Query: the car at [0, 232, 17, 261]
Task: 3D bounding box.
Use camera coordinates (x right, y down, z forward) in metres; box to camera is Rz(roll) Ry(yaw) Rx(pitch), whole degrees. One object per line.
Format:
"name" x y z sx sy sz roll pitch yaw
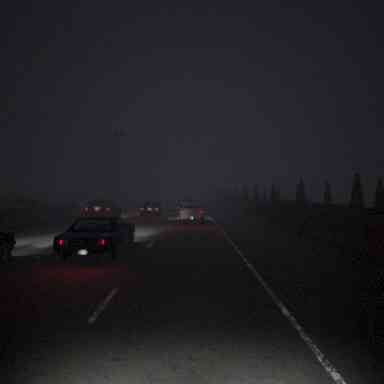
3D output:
"car" -6.904 1.587 9.201 1.895 1.301 4.718 0 0 0

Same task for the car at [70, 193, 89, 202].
"car" -18.503 1.158 55.384 2.150 2.045 5.566 0 0 -2

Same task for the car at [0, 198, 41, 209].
"car" -14.296 1.309 27.666 2.097 1.767 4.553 0 0 -1

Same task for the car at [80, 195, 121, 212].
"car" -7.099 1.311 26.831 2.097 1.767 4.553 0 0 -1

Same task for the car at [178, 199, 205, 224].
"car" -0.046 1.488 24.471 1.812 1.442 4.674 0 0 -1

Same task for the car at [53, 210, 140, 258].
"car" -3.409 1.581 12.598 1.895 1.301 4.718 0 0 0

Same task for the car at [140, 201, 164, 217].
"car" -3.681 1.501 30.573 2.033 1.411 5.357 0 0 -2

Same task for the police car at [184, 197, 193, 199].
"police car" -0.488 1.442 41.301 2.038 1.542 4.974 0 0 -2
